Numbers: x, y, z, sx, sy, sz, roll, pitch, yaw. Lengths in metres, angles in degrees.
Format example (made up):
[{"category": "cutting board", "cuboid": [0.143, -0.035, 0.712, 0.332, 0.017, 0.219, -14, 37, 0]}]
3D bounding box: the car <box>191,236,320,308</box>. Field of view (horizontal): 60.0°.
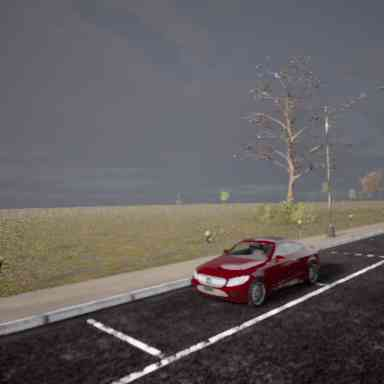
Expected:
[{"category": "car", "cuboid": [1.845, 1.843, 8.642, 4.206, 1.307, 1.802, 0, -2, -44]}]
